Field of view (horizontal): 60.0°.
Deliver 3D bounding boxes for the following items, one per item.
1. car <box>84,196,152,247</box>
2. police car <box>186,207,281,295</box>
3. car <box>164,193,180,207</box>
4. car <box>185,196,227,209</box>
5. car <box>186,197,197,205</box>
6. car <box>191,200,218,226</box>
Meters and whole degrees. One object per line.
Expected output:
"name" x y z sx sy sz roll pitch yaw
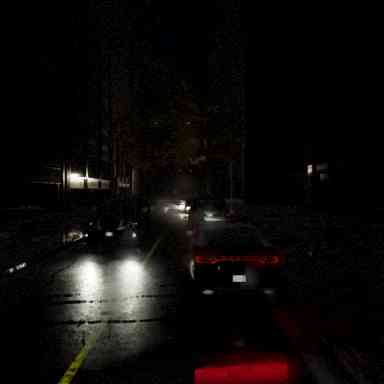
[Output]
"car" -3.126 1.224 15.285 2.150 2.045 5.566 0 0 0
"police car" 0.885 1.426 8.840 1.930 1.638 5.238 0 0 0
"car" -3.090 1.253 51.588 2.150 2.045 5.566 0 0 0
"car" 0.868 1.229 18.761 2.150 2.045 5.566 0 0 0
"car" -0.104 1.645 60.141 1.895 1.301 4.718 0 0 0
"car" 0.857 1.464 24.920 1.801 1.575 5.366 0 0 0
